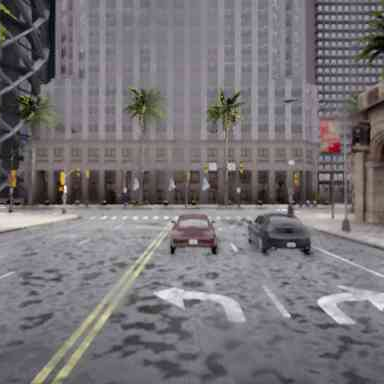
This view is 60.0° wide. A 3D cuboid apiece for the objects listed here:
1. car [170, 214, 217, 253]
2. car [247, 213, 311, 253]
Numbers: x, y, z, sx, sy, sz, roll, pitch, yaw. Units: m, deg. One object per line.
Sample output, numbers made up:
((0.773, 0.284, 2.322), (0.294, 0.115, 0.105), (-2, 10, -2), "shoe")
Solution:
((0.063, 1.663, 14.351), (1.812, 1.442, 4.674), (0, 0, 0), "car")
((3.562, 1.644, 14.271), (1.837, 1.490, 4.892), (0, 0, 0), "car")
